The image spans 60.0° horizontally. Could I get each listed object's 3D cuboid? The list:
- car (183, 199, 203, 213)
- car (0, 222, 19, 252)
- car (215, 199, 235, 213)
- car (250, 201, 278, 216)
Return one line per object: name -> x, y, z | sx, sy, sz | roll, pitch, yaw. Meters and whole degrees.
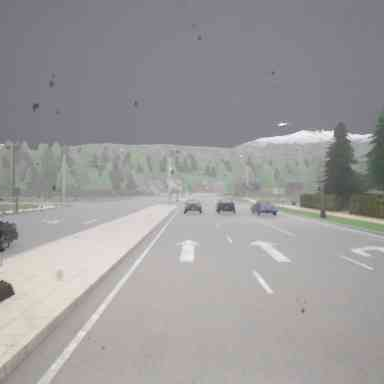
car -> 0.114, 1.530, 36.199 | 1.812, 1.442, 4.674 | 0, 0, 1
car -> -7.992, 1.542, 11.262 | 2.033, 1.411, 5.357 | 0, 0, 0
car -> 3.615, 1.485, 36.603 | 1.882, 1.535, 5.008 | 0, 0, 1
car -> 7.078, 1.558, 33.116 | 2.033, 1.411, 5.357 | 0, 0, 0
